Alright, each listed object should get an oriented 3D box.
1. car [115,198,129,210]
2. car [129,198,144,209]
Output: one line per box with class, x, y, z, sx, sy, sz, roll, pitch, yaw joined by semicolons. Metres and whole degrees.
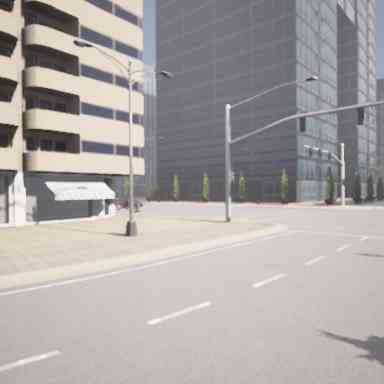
car;-10.238;1.457;40.848;4.674;1.442;1.812;0;0;40
car;-8.263;1.464;43.747;4.181;1.385;1.994;0;0;40
